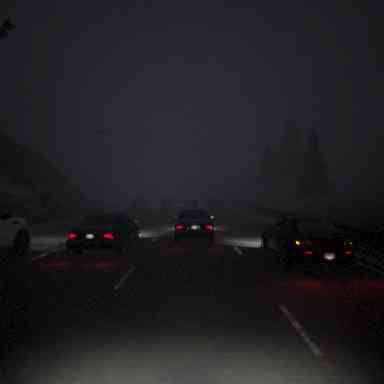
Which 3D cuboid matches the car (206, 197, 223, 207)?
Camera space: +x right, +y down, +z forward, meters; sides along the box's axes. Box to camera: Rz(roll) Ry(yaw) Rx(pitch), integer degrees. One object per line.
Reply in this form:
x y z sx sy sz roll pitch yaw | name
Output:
3.240 1.467 47.828 1.994 1.385 4.181 0 0 -6 | car

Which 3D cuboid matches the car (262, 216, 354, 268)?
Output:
3.604 1.503 11.003 1.812 1.442 4.674 0 0 0 | car

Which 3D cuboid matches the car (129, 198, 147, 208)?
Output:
-6.953 1.460 43.299 2.033 1.411 5.357 0 0 -2 | car

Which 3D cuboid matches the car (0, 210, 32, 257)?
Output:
-6.899 1.202 9.713 2.150 2.045 5.566 0 0 0 | car

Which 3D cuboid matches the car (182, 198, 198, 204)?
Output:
-0.390 1.500 49.705 1.895 1.301 4.718 0 0 -8 | car

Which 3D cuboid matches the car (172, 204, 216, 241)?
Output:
0.102 1.514 16.281 2.033 1.411 5.357 0 0 0 | car

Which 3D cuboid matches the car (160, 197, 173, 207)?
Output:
-3.689 1.450 48.292 2.033 1.411 5.357 0 0 -6 | car

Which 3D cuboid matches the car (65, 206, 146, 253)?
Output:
-3.398 1.520 13.577 2.033 1.411 5.357 0 0 0 | car
